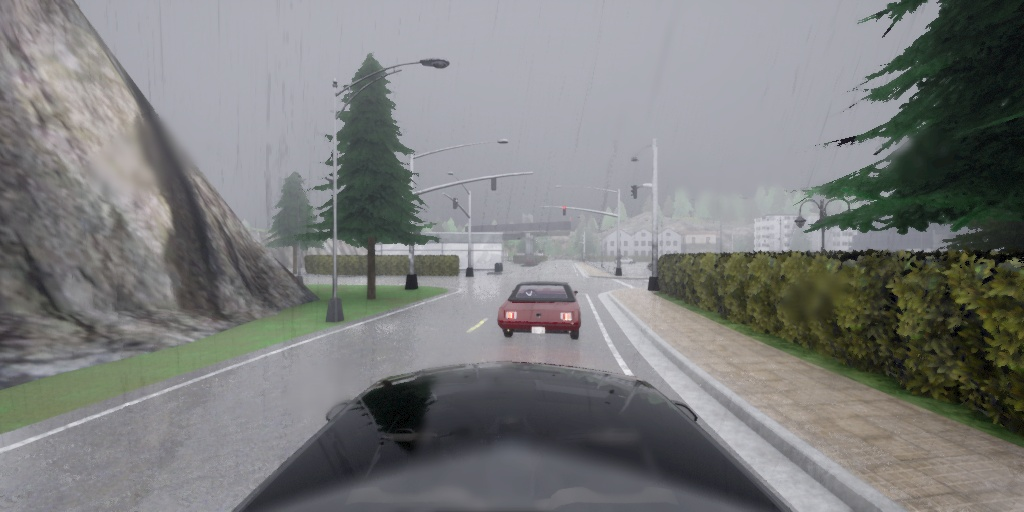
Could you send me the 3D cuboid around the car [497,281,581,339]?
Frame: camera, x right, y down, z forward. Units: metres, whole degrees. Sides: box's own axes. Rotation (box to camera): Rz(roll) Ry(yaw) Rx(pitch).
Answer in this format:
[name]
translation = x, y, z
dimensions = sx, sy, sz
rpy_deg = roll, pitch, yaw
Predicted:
[car]
translation = 0.912, 1.351, 10.109
dimensions = 1.895, 1.301, 4.718
rpy_deg = 0, 0, 8
